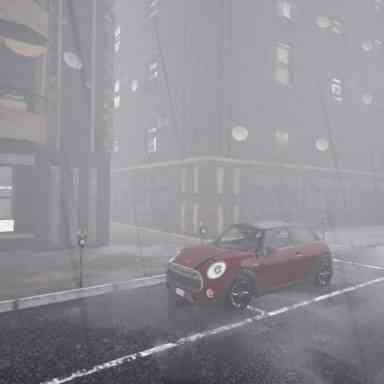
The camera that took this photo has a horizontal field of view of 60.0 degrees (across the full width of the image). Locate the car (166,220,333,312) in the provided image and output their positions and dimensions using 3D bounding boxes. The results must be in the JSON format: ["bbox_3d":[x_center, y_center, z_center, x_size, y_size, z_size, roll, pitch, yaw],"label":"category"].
[{"bbox_3d":[1.390,1.442,7.697,4.097,1.590,1.967,0,1,-36],"label":"car"}]
